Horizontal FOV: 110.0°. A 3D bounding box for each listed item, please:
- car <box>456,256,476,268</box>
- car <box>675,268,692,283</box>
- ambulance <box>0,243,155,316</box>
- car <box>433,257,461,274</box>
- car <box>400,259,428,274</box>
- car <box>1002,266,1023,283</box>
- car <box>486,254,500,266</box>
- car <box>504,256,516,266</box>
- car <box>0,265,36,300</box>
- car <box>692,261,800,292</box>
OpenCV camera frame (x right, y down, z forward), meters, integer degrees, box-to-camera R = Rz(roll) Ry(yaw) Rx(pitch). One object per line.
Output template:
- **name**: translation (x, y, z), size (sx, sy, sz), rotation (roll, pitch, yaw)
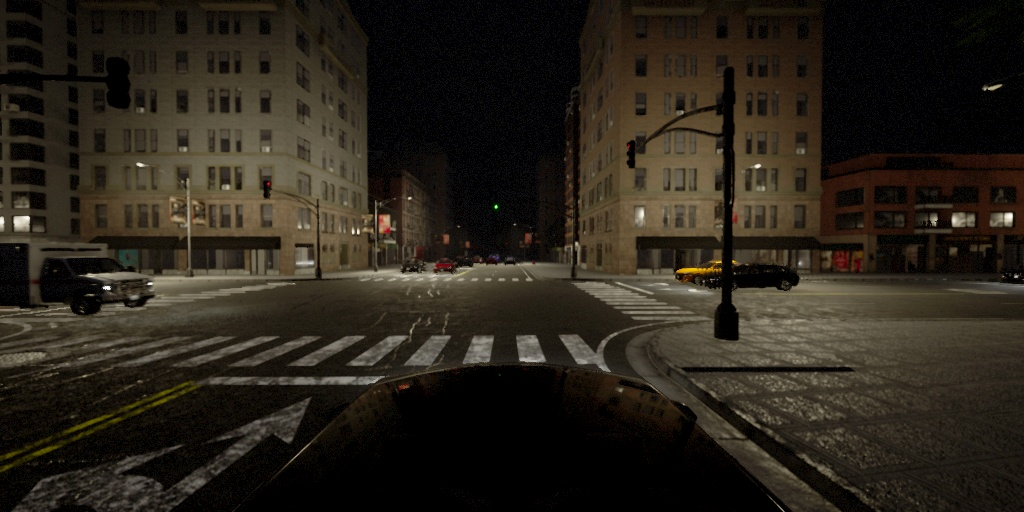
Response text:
- **car**: translation (-6.857, 1.046, 52.420), size (1.994, 1.385, 4.181), rotation (0, 0, 0)
- **car**: translation (13.090, 1.045, 22.899), size (5.008, 1.535, 1.882), rotation (-1, 1, 0)
- **ambulance**: translation (-16.639, 0.777, 12.725), size (6.366, 2.431, 2.351), rotation (0, 1, -1)
- **car**: translation (-6.787, 1.077, 36.884), size (1.812, 1.442, 4.674), rotation (0, 0, 0)
- **car**: translation (-10.035, 1.056, 36.978), size (1.837, 1.490, 4.892), rotation (0, 0, 0)
- **car**: translation (34.820, 1.069, 23.049), size (4.892, 1.490, 1.837), rotation (0, 1, 0)
- **car**: translation (-3.601, 0.917, 64.199), size (1.882, 1.535, 5.008), rotation (0, 0, 0)
- **car**: translation (-0.353, 1.002, 64.601), size (1.994, 1.385, 4.181), rotation (0, 0, 0)
- **car**: translation (-24.888, 1.190, 15.811), size (4.902, 1.511, 2.128), rotation (0, 1, 0)
- **car**: translation (12.919, 1.125, 19.651), size (4.892, 1.490, 1.837), rotation (-1, 1, -1)
